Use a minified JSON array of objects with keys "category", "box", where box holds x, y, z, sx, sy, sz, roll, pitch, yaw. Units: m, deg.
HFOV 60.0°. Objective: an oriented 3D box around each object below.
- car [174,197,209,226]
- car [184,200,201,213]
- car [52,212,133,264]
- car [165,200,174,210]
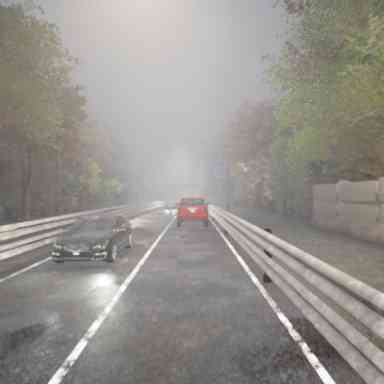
[{"category":"car","box":[0.061,1.343,24.210,2.150,2.045,5.566,0,0,0]},{"category":"car","box":[0.091,1.867,43.025,2.128,1.511,4.902,0,-1,0]},{"category":"car","box":[-3.348,1.535,12.035,1.837,1.490,4.892,0,0,0]},{"category":"car","box":[-3.314,2.074,53.860,2.128,1.511,4.902,0,-1,0]}]
